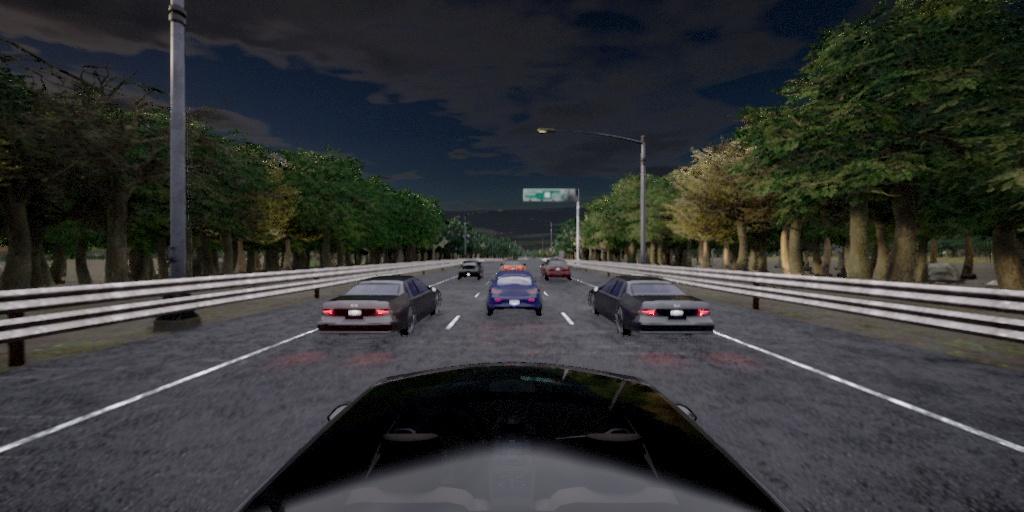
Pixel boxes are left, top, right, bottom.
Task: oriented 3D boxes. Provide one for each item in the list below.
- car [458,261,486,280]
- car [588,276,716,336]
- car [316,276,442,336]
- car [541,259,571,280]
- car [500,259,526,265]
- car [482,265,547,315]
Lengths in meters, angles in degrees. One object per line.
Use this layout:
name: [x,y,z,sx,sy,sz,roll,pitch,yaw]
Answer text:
car: [-3.409,1.194,30.457,1.837,1.490,4.892,0,0,0]
car: [3.585,1.276,10.297,2.033,1.411,5.357,0,0,0]
car: [-3.415,1.276,10.313,2.033,1.411,5.357,0,0,0]
car: [3.590,1.042,30.061,2.097,1.767,4.553,0,0,0]
car: [0.090,1.042,30.060,2.097,1.767,4.553,0,0,0]
car: [0.082,1.247,13.285,1.812,1.442,4.674,0,0,0]
